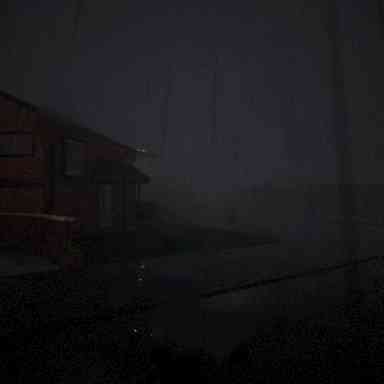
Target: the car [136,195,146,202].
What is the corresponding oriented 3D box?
[{"bbox_3d":[-8.063,1.398,44.423,2.150,2.045,5.566,1,0,-35],"label":"car"}]
